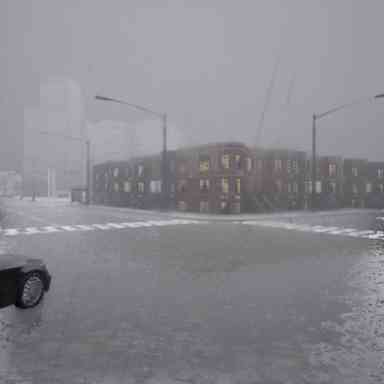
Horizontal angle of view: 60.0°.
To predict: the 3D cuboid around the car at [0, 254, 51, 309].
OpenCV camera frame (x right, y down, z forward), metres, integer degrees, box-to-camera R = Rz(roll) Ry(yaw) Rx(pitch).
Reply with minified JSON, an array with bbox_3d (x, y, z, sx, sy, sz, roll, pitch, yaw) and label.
[{"bbox_3d":[-4.461,1.523,5.275,1.812,1.442,4.674,1,0,21],"label":"car"}]
